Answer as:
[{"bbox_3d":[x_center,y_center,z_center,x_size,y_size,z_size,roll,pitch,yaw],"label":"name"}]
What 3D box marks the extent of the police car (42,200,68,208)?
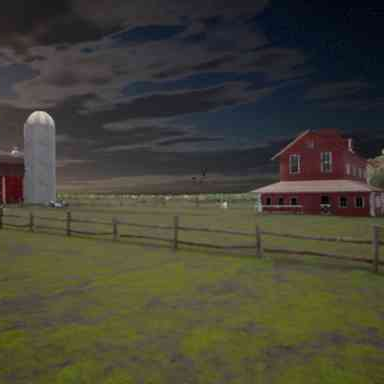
[{"bbox_3d":[-27.798,2.424,67.445,2.038,1.542,4.974,-1,-1,35],"label":"police car"}]
